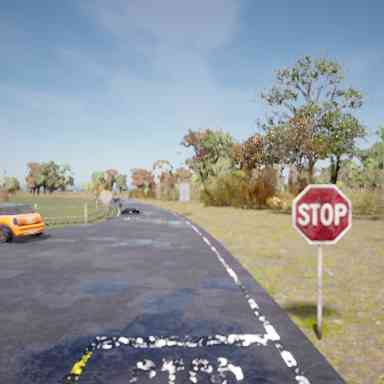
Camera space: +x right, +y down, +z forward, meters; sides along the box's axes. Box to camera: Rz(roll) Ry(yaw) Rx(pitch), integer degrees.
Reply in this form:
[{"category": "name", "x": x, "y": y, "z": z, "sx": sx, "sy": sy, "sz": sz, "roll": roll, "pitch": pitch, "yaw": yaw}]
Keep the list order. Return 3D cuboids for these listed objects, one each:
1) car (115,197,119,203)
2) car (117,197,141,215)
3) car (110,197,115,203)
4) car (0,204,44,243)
[{"category": "car", "x": -9.775, "y": 1.423, "z": 49.043, "sx": 2.128, "sy": 1.511, "sz": 4.902, "roll": 0, "pitch": 0, "yaw": -15}, {"category": "car", "x": -6.196, "y": 1.502, "z": 33.545, "sx": 2.033, "sy": 1.411, "sz": 5.357, "roll": 0, "pitch": 0, "yaw": -11}, {"category": "car", "x": -14.742, "y": 1.575, "z": 65.005, "sx": 1.895, "sy": 1.301, "sz": 4.718, "roll": 0, "pitch": 0, "yaw": -20}, {"category": "car", "x": -9.473, "y": 1.337, "z": 15.776, "sx": 4.553, "sy": 1.767, "sz": 2.097, "roll": 0, "pitch": 1, "yaw": 15}]
